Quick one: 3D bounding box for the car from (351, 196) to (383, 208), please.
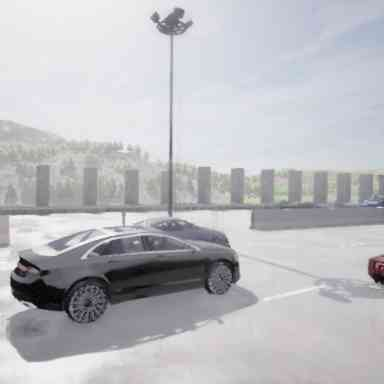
[{"bbox_3d":[19.931,1.452,35.130,5.566,2.045,2.150,1,0,-25],"label":"car"}]

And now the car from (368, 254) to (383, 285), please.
[{"bbox_3d":[6.299,1.667,7.803,4.718,1.301,1.895,1,0,-32],"label":"car"}]

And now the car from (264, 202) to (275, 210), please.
[{"bbox_3d":[11.364,1.730,42.678,4.181,1.385,1.994,1,0,-26],"label":"car"}]

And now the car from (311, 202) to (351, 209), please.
[{"bbox_3d":[15.930,1.761,37.108,4.181,1.385,1.994,1,0,-25],"label":"car"}]

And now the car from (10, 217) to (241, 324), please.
[{"bbox_3d":[-1.109,1.492,7.133,4.902,1.511,2.128,0,0,-34],"label":"car"}]

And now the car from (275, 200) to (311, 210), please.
[{"bbox_3d":[12.607,1.773,39.404,4.718,1.301,1.895,1,0,-26],"label":"car"}]
